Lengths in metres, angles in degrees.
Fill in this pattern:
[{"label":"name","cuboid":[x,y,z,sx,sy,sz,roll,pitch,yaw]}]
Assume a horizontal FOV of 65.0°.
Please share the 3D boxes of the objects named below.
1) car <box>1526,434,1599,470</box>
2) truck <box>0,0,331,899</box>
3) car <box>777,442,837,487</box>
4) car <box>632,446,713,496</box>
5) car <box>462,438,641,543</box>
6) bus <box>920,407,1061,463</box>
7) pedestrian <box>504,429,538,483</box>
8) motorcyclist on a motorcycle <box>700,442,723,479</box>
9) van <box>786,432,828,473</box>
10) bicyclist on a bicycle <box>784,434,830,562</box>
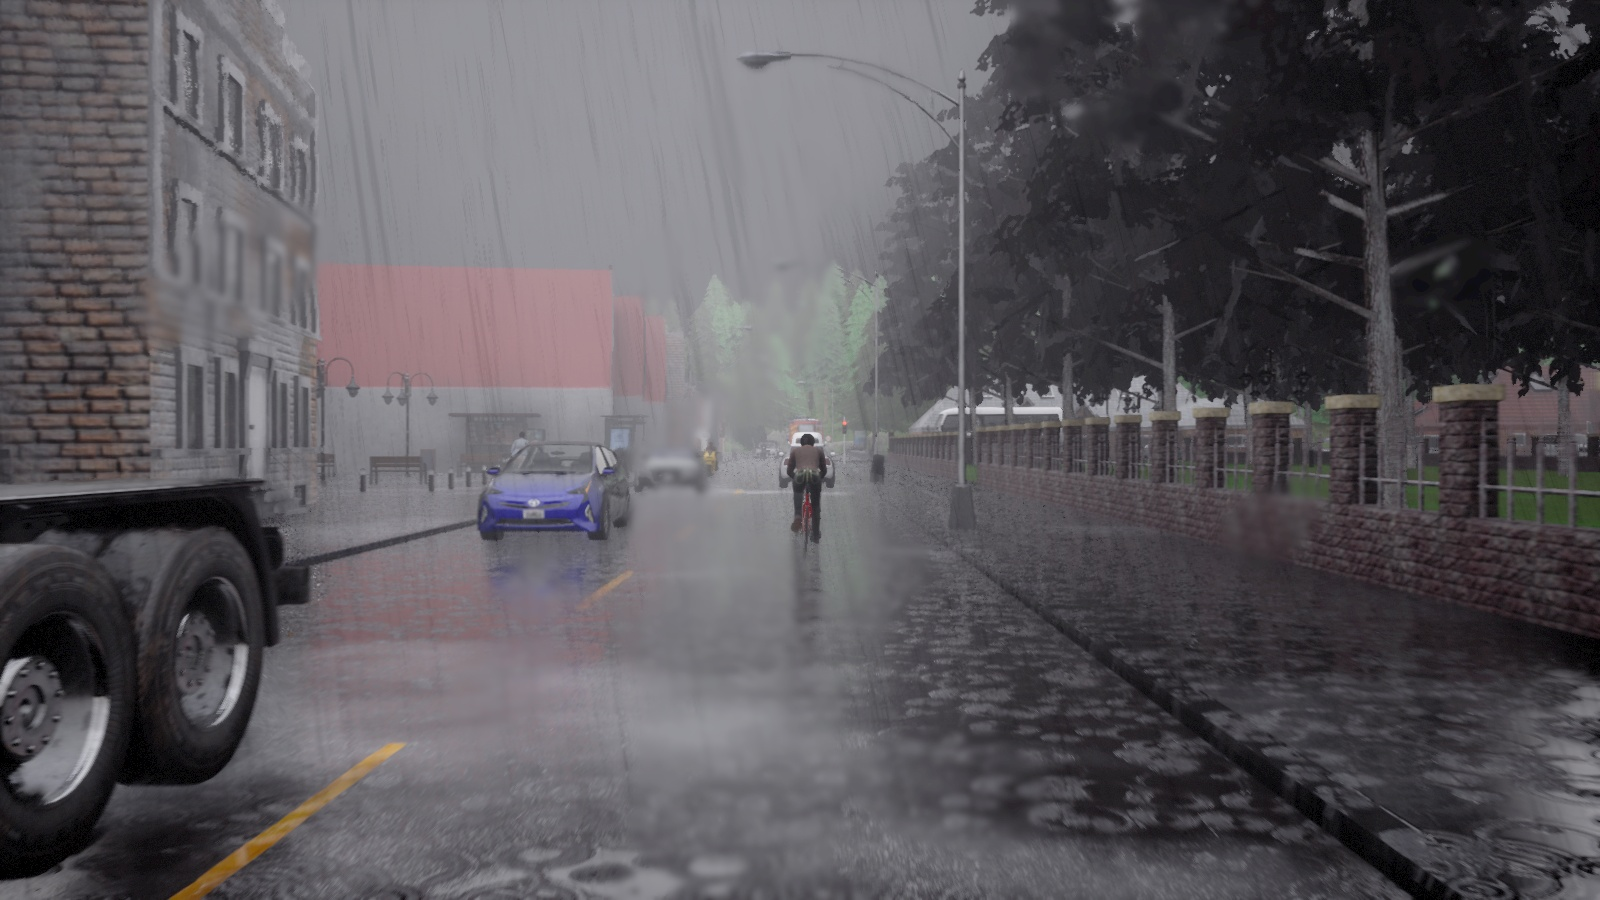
[{"label":"car","cuboid":[45.677,0.083,74.274,2.150,2.045,5.566,0,0,-2]},{"label":"truck","cuboid":[-3.969,-0.254,2.731,2.891,3.462,7.936,0,0,0]},{"label":"car","cuboid":[0.240,0.468,43.289,1.970,1.475,3.806,0,0,0]},{"label":"car","cuboid":[-3.795,0.593,37.951,1.994,1.385,4.181,0,0,0]},{"label":"car","cuboid":[-3.884,0.575,20.429,2.007,1.525,4.514,0,0,0]},{"label":"bus","cuboid":[14.595,-1.165,96.920,10.273,4.253,3.944,0,0,0]},{"label":"pedestrian","cuboid":[-9.711,0.202,43.731,0.874,1.855,0.900,0,0,7]},{"label":"motorcyclist on a motorcycle","cuboid":[-3.701,0.429,52.664,0.797,1.523,2.044,0,0,0]},{"label":"van","cuboid":[0.368,0.110,63.881,2.069,2.038,4.480,0,0,0]},{"label":"bicyclist on a bicycle","cuboid":[0.098,0.605,16.729,0.582,1.620,1.656,0,0,0]}]
